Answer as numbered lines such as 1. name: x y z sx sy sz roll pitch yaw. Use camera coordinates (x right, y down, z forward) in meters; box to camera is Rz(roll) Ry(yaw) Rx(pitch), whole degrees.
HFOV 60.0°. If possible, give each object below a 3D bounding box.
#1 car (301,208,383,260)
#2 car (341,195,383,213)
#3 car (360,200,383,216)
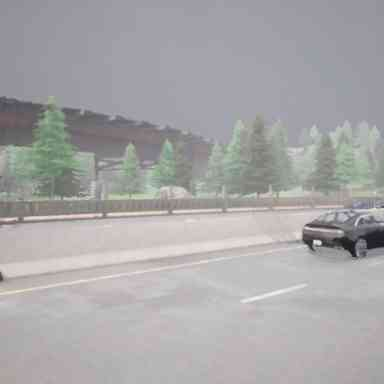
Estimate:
1. car: 6.143 1.451 12.366 4.902 1.511 2.128 0 0 -35
2. car: 18.465 1.233 35.435 4.553 1.767 2.097 0 0 -23
3. car: 18.233 1.454 31.531 4.181 1.385 1.994 0 0 -24
